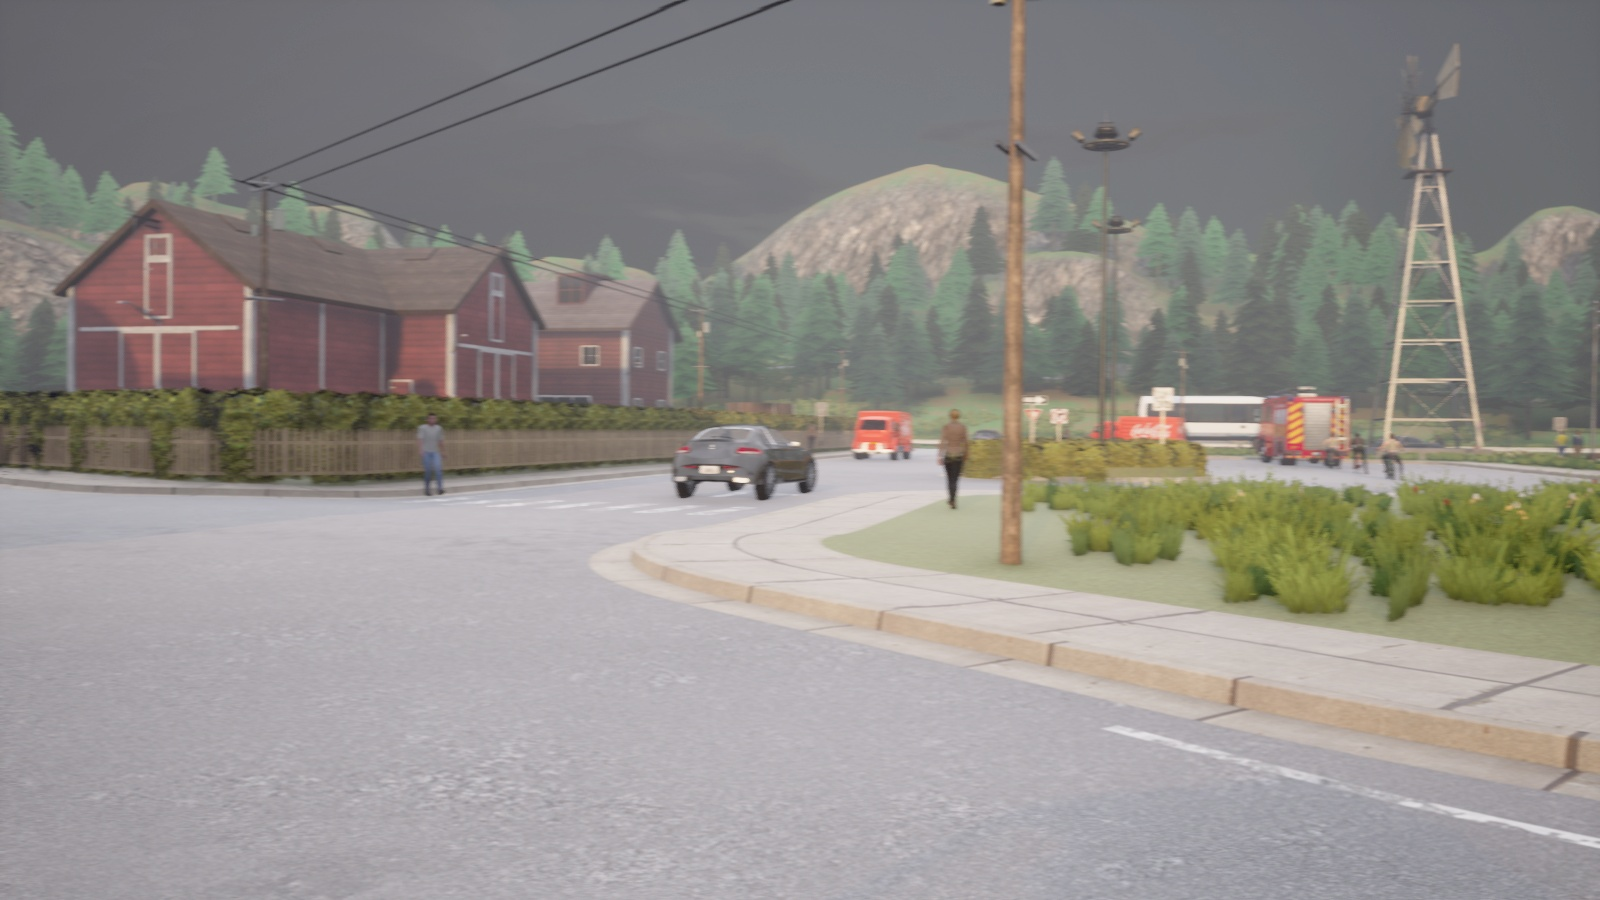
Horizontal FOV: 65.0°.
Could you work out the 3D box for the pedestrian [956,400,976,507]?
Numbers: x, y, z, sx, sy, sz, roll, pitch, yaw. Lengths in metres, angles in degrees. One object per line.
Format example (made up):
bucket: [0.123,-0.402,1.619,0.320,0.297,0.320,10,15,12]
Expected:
pedestrian: [2.919,0.053,22.092,0.331,1.846,0.634,0,1,8]

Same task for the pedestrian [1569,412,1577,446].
pedestrian: [41.280,-1.122,67.097,0.354,1.836,0.706,0,1,31]

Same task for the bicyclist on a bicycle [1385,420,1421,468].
bicyclist on a bicycle: [20.572,-0.208,42.875,0.866,1.612,1.509,0,1,16]

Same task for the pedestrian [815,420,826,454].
pedestrian: [1.081,-0.688,66.055,0.328,1.805,0.869,0,1,14]

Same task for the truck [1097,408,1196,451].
truck: [20.504,-1.175,74.376,5.204,2.467,2.627,0,1,28]

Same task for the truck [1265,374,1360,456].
truck: [25.810,-1.722,63.613,2.891,3.827,8.468,0,1,11]

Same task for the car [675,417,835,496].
car: [-0.910,0.098,28.948,2.152,1.651,5.027,0,1,17]

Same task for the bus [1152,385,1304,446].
bus: [31.072,-2.476,91.773,10.273,4.253,3.944,0,1,15]

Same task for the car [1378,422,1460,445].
car: [43.558,-1.165,88.432,4.892,1.490,1.837,0,1,15]

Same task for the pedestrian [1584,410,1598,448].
pedestrian: [41.179,-1.092,65.378,0.423,1.949,0.788,0,1,15]

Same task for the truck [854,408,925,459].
truck: [4.619,-0.829,63.867,2.627,2.467,5.204,0,1,15]

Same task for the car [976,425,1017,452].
car: [12.625,-0.782,80.462,2.033,1.649,4.856,0,1,15]

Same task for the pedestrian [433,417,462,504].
pedestrian: [-7.495,0.212,26.699,0.354,1.836,0.706,-1,1,-36]
